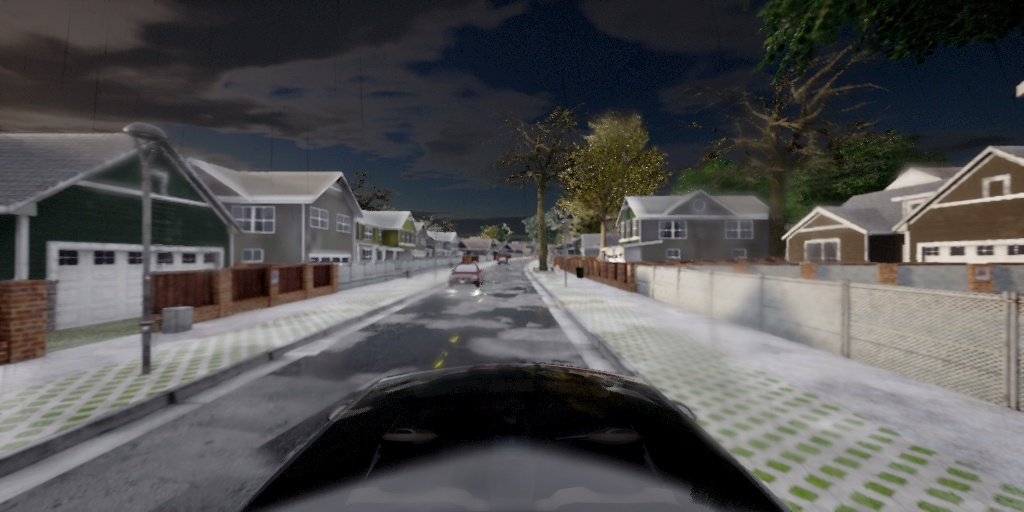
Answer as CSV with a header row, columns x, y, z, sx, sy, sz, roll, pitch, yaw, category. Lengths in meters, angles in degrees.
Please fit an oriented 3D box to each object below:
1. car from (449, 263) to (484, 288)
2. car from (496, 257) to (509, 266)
x,y,z,sx,sy,sz,roll,pitch,yaw,category
-2.843,1.218,23.044,1.812,1.442,4.674,0,0,0,car
-1.656,0.963,65.259,1.812,1.442,4.674,0,0,4,car
